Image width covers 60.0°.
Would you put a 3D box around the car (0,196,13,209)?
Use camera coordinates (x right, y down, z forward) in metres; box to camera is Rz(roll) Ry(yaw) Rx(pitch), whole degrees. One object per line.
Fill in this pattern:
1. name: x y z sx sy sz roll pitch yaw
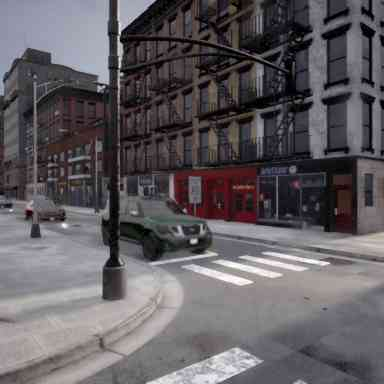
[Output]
1. car: -24.353 1.272 42.381 2.097 1.767 4.553 0 0 -37

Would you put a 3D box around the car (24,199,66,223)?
1. car: -11.145 1.314 25.133 2.097 1.767 4.553 0 0 -38

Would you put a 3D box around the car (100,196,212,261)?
1. car: -1.630 1.208 12.813 2.150 2.045 5.566 0 0 -38
